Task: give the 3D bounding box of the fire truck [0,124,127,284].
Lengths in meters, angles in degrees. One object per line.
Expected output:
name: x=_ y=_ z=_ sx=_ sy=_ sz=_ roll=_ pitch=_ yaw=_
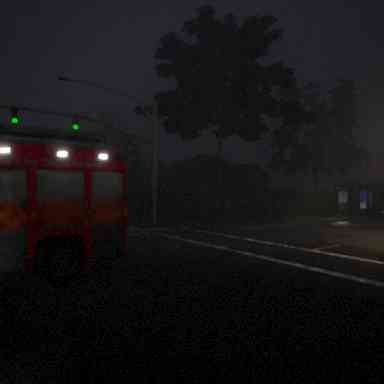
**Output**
fire truck: x=-5.911 y=0.320 z=7.767 sx=8.468 sy=3.827 sz=2.891 roll=0 pitch=0 yaw=-34
